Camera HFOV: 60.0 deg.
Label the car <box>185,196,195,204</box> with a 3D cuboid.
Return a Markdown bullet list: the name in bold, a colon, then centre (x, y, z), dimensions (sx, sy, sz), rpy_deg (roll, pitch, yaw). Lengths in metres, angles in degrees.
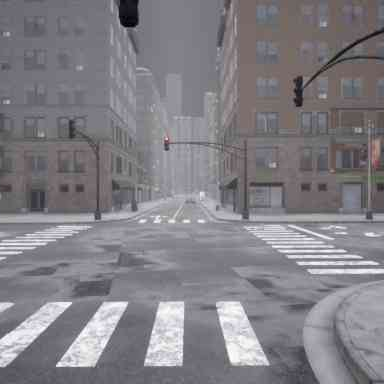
- **car**: centre (-0.300, 1.649, 63.675), dimensions (1.895, 1.301, 4.718), rpy_deg (0, 0, 0)

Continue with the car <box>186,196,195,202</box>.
- **car**: centre (-0.368, 1.484, 73.679), dimensions (1.895, 1.301, 4.718), rpy_deg (0, 0, 0)
